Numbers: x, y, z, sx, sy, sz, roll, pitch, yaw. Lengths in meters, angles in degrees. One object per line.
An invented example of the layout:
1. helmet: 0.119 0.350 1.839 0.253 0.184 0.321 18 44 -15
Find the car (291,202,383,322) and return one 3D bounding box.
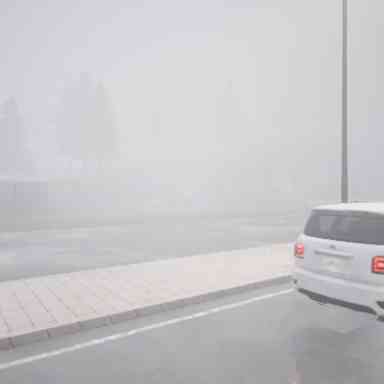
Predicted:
1. car: 4.441 1.231 6.915 5.566 2.045 2.150 0 0 -36
